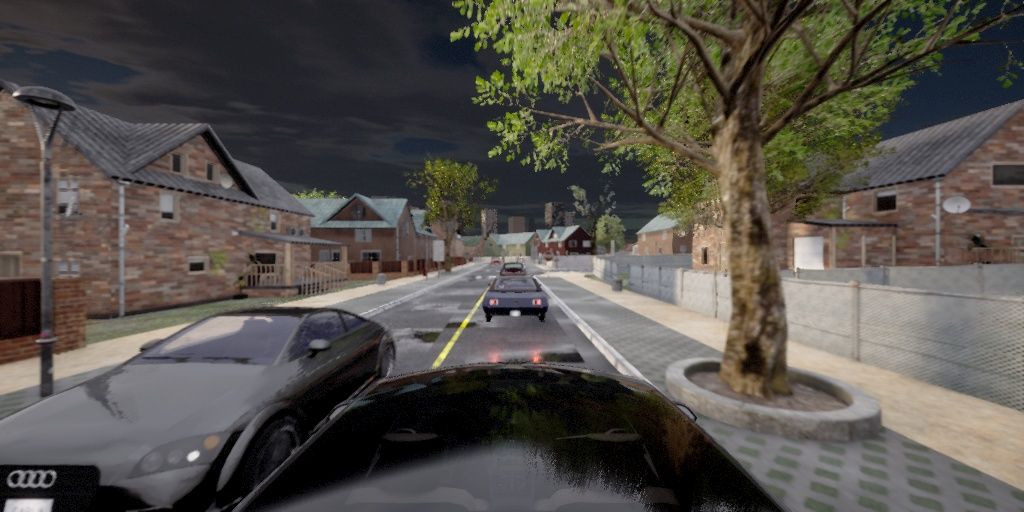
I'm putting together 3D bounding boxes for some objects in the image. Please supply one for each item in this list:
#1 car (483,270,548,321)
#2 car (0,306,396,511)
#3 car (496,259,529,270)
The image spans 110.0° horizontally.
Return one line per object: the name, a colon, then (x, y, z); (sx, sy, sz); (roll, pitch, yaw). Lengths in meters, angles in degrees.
car: (0.096, 1.324, 12.304); (1.895, 1.301, 4.718); (0, 0, 0)
car: (-2.850, 1.308, 4.103); (1.994, 1.385, 4.181); (0, 0, 0)
car: (0.091, 1.191, 24.973); (1.837, 1.490, 4.892); (0, 0, 0)
